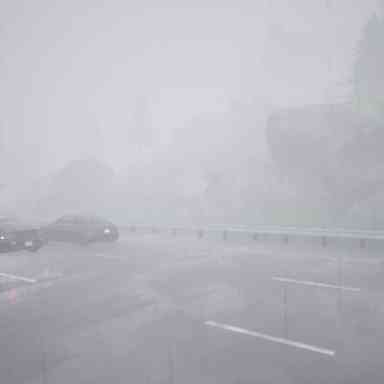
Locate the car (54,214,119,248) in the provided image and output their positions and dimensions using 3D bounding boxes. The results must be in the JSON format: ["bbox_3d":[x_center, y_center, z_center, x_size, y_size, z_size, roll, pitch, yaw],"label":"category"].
[{"bbox_3d":[-5.461,1.725,15.763,4.181,1.385,1.994,-1,0,32],"label":"car"}]

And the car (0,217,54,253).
[{"bbox_3d":[-7.789,1.699,13.090,4.674,1.442,1.812,-1,0,32],"label":"car"}]
